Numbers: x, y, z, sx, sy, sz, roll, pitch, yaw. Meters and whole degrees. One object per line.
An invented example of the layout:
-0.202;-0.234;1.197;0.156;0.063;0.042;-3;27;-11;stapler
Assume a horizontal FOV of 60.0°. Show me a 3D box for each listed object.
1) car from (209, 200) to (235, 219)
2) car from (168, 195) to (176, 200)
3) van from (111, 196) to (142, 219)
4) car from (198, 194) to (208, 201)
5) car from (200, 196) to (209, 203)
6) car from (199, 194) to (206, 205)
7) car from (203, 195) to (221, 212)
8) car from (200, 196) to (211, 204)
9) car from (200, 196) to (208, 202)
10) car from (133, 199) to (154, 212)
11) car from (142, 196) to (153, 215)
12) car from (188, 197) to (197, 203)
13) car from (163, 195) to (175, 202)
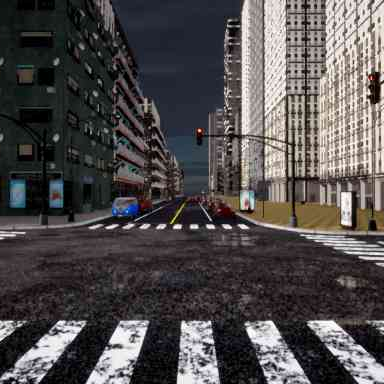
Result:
2.709;1.592;28.406;1.802;1.307;4.206;0;0;0;car
-5.643;1.643;94.742;1.947;1.339;4.313;0;0;0;car
-5.670;1.352;28.411;1.690;1.788;3.998;0;0;0;van
2.734;1.376;83.683;2.192;1.841;5.009;0;0;0;car
2.728;1.592;72.627;1.887;1.381;4.507;0;0;0;car
2.722;1.469;56.044;1.967;1.590;4.097;0;0;0;car
2.715;1.457;39.462;1.967;1.590;4.097;0;0;0;car
2.726;1.592;67.100;2.008;1.369;4.403;0;0;0;car
2.730;1.636;78.155;1.802;1.307;4.206;0;0;0;car
-5.667;1.561;39.467;1.887;1.381;4.507;0;0;0;car
-5.667;1.329;33.939;2.192;1.841;5.009;0;0;0;car
0.129;1.645;69.709;1.895;1.301;4.718;0;0;0;car
-5.649;1.494;78.159;1.967;1.590;4.097;0;0;0;car
